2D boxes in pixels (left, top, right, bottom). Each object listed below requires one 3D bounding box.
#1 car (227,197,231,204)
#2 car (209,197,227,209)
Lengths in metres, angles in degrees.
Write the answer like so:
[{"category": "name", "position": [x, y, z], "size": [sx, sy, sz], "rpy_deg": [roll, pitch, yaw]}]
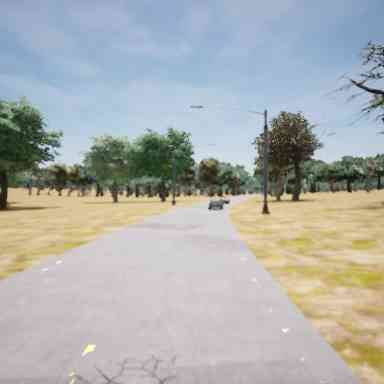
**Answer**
[{"category": "car", "position": [6.465, 1.641, 64.726], "size": [1.895, 1.301, 4.718], "rpy_deg": [0, 0, 11]}, {"category": "car", "position": [3.408, 1.569, 46.238], "size": [2.128, 1.511, 4.902], "rpy_deg": [0, 0, 8]}]
